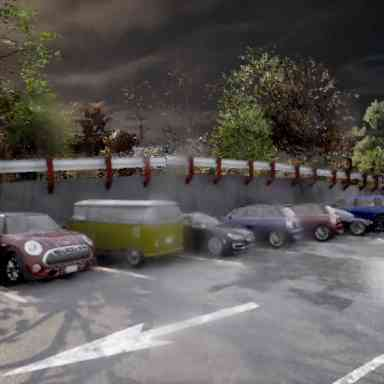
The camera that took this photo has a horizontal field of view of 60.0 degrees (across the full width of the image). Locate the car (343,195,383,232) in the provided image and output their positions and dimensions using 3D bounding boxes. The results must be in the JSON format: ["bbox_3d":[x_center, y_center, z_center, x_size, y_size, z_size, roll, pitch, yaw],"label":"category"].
[{"bbox_3d":[9.899,1.217,20.117,5.566,2.045,2.435,-1,0,34],"label":"car"}]

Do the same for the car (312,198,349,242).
[{"bbox_3d":[5.028,1.348,16.570,4.553,1.767,2.185,-1,0,34],"label":"car"}]

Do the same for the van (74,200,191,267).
[{"bbox_3d":[-2.475,1.258,11.387,4.442,1.987,1.878,-1,0,34],"label":"van"}]

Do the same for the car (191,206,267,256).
[{"bbox_3d":[0.083,1.481,13.085,4.892,1.521,2.231,-1,-1,34],"label":"car"}]

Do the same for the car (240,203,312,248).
[{"bbox_3d":[2.567,1.351,14.804,4.553,1.767,2.185,-1,0,35],"label":"car"}]

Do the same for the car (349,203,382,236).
[{"bbox_3d":[7.491,1.500,18.324,4.792,1.488,2.163,-1,-1,35],"label":"car"}]

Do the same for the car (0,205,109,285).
[{"bbox_3d":[-4.859,1.360,9.593,4.553,1.767,2.185,-1,-1,34],"label":"car"}]
